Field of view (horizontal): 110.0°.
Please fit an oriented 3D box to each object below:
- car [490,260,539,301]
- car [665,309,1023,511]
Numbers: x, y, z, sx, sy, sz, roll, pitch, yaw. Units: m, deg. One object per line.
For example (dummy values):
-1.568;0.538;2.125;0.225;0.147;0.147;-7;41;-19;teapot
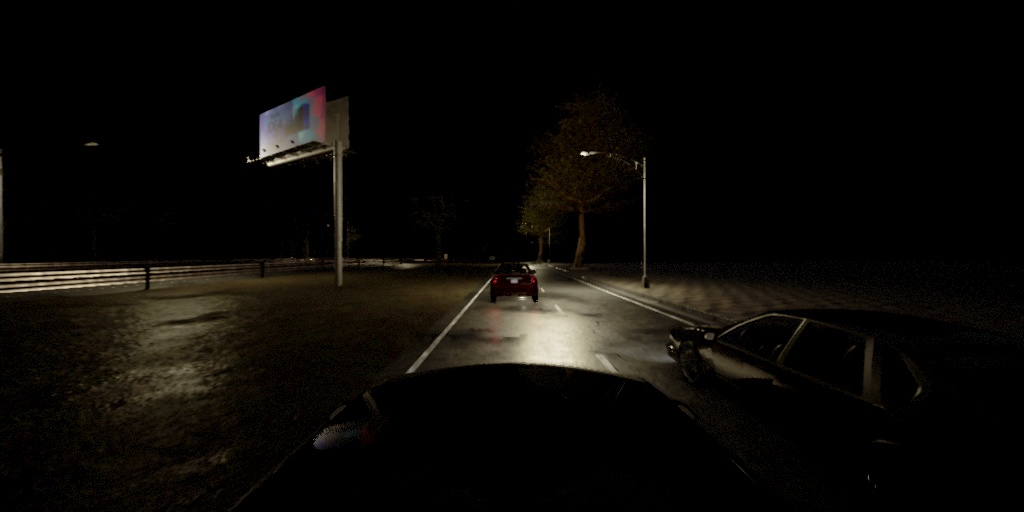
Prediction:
0.098;1.079;17.194;2.097;1.767;4.553;0;0;0;car
3.600;1.297;3.831;2.033;1.411;5.357;0;0;0;car
